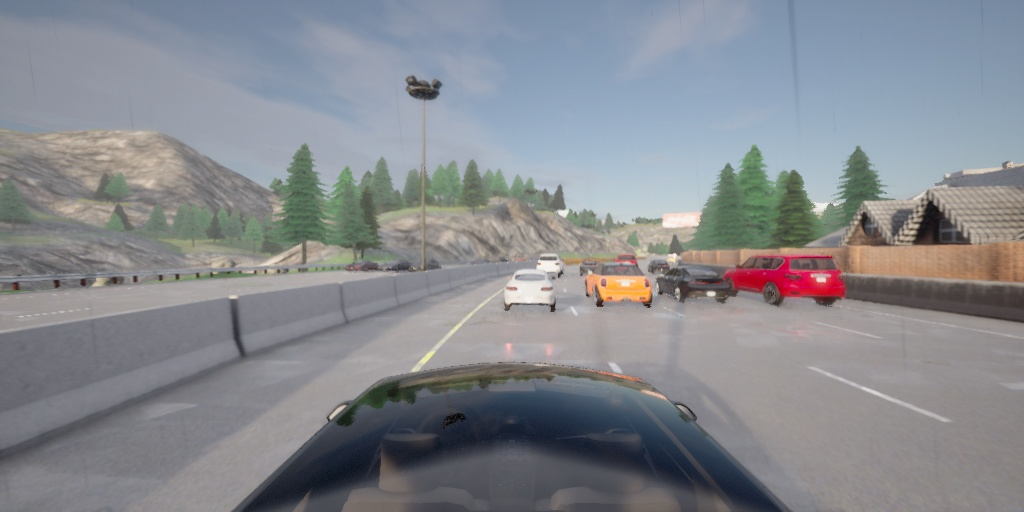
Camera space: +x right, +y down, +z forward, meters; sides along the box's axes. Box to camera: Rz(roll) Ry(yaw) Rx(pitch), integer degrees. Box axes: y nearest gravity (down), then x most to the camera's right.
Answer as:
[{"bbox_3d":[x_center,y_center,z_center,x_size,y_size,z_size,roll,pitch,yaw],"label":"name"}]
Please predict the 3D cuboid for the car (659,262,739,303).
[{"bbox_3d":[7.985,1.212,16.327,1.837,1.490,4.892,0,0,6],"label":"car"}]

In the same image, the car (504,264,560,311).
[{"bbox_3d":[0.752,1.223,14.049,1.812,1.442,4.674,0,0,5],"label":"car"}]

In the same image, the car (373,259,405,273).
[{"bbox_3d":[-12.906,1.093,40.454,2.033,1.411,5.357,0,0,13],"label":"car"}]

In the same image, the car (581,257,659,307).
[{"bbox_3d":[4.389,1.054,15.389,2.097,1.767,4.553,0,0,5],"label":"car"}]

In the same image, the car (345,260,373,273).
[{"bbox_3d":[-16.572,1.101,39.960,1.994,1.385,4.181,0,0,13],"label":"car"}]

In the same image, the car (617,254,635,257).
[{"bbox_3d":[11.524,0.849,36.472,2.150,2.045,5.566,0,0,14],"label":"car"}]

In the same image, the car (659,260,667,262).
[{"bbox_3d":[15.649,1.135,38.345,1.837,1.490,4.892,0,0,15],"label":"car"}]

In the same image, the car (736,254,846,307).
[{"bbox_3d":[11.399,0.941,15.572,2.150,2.045,5.566,0,0,6],"label":"car"}]

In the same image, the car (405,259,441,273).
[{"bbox_3d":[-9.488,1.063,39.557,1.837,1.490,4.892,0,0,13],"label":"car"}]

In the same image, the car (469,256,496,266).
[{"bbox_3d":[-4.028,1.048,46.604,1.837,1.490,4.892,0,0,17],"label":"car"}]

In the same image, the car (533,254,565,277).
[{"bbox_3d":[3.679,0.841,33.593,2.150,2.045,5.566,0,0,12],"label":"car"}]
